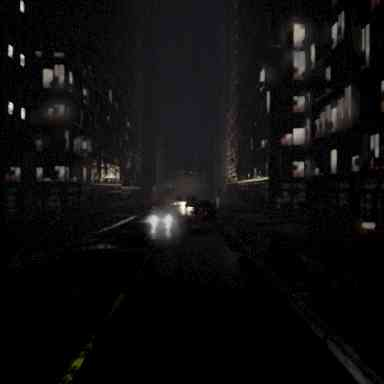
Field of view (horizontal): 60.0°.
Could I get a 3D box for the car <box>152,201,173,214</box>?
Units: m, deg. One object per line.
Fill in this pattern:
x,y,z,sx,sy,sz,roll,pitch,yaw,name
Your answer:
-3.105,1.614,35.092,1.895,1.301,4.718,0,0,0,car

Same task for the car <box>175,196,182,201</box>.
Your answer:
-3.017,1.473,77.044,1.895,1.301,4.718,0,0,0,car

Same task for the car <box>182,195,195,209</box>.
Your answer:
-0.005,1.574,46.746,2.033,1.411,5.357,0,0,0,car

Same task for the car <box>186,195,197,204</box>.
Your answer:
-0.014,1.407,65.746,2.097,1.767,4.553,0,0,0,car

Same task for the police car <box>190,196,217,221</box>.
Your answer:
1.044,1.434,27.844,1.930,1.638,5.238,0,0,0,police car
